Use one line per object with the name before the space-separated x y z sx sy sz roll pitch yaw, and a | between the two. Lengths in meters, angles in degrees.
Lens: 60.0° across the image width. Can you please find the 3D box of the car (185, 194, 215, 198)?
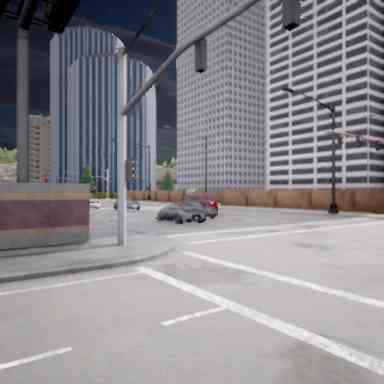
car | 0.373 1.227 34.855 2.150 2.045 5.566 0 0 -35

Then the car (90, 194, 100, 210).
car | -13.393 1.225 41.875 2.150 2.045 5.566 0 0 -35

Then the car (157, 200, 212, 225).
car | -0.845 1.567 24.079 1.994 1.385 4.181 0 0 -35

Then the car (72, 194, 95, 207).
car | -17.783 1.333 54.316 2.150 2.045 5.566 0 0 -35

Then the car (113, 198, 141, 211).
car | -7.906 1.493 40.162 2.128 1.511 4.902 0 0 -35

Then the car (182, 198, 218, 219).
car | 0.211 1.510 28.651 1.837 1.490 4.892 0 0 -35
